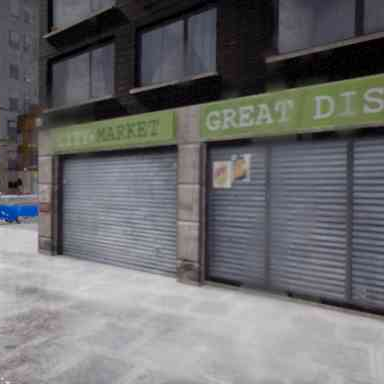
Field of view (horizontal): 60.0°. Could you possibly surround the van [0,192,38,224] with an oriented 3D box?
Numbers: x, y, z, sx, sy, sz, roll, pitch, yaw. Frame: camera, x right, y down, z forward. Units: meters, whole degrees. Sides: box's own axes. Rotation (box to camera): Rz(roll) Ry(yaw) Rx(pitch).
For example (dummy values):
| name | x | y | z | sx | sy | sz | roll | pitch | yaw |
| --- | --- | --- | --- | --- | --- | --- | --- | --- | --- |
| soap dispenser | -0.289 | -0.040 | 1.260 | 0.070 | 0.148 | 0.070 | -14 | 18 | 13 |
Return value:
| name | x | y | z | sx | sy | sz | roll | pitch | yaw |
| --- | --- | --- | --- | --- | --- | --- | --- | --- | --- |
| van | -10.414 | 1.064 | 21.869 | 1.690 | 1.788 | 3.998 | 2 | 2 | 35 |
